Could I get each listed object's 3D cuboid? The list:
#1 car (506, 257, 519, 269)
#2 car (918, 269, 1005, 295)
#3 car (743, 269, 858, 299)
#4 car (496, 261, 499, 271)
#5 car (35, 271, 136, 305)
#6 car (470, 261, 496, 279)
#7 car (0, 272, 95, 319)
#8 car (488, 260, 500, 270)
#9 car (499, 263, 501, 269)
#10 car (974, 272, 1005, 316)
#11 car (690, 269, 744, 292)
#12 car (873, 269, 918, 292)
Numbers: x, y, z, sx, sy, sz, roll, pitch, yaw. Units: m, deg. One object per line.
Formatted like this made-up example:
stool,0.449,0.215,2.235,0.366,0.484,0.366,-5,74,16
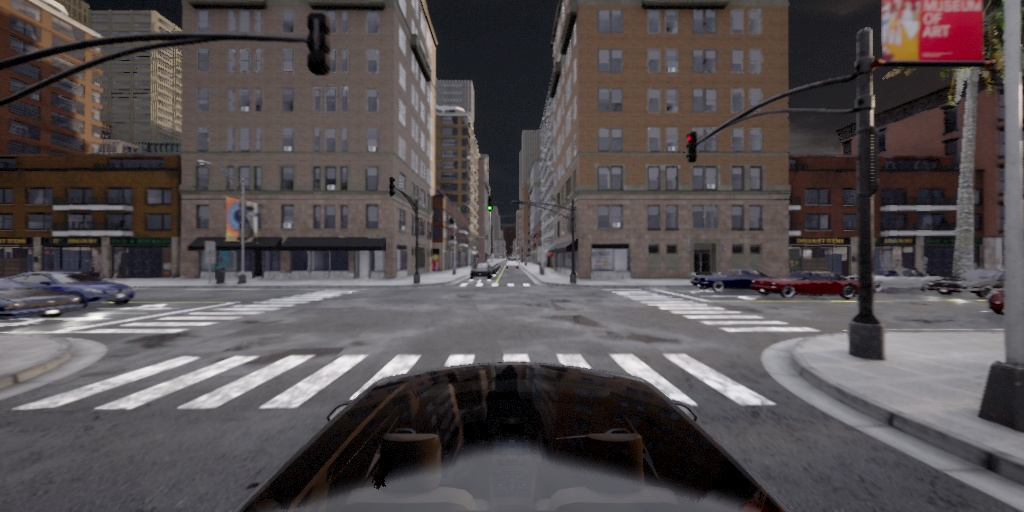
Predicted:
car,0.060,1.218,63.375,2.150,2.045,5.566,0,0,0
car,24.472,1.351,18.115,5.357,1.411,2.033,0,0,0
car,14.720,1.406,18.002,4.718,1.301,1.895,0,0,0
car,-2.870,1.437,43.582,1.812,1.442,4.674,0,0,0
car,-17.871,1.315,14.176,4.674,1.442,1.812,0,0,-2
car,-2.846,1.352,34.251,1.882,1.535,5.008,0,0,0
car,-16.687,1.317,10.934,5.357,1.411,2.033,0,0,-1
car,-2.961,1.511,60.882,1.812,1.442,4.674,0,0,0
car,-2.911,1.472,51.981,1.812,1.442,4.674,0,0,0
car,18.083,1.328,11.359,4.181,1.385,1.994,0,0,0
car,13.226,1.427,21.237,4.718,1.301,1.895,0,0,-1
car,22.396,1.425,21.344,4.718,1.301,1.895,0,0,-1
